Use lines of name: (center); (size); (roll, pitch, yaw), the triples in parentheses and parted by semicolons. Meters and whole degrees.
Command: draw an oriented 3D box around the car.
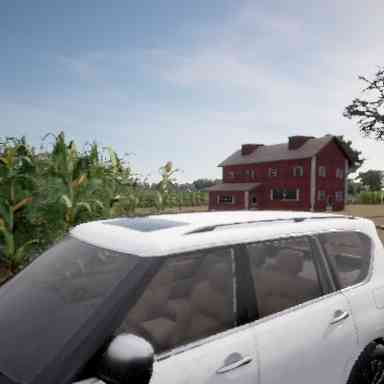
car: (-0.266, 1.227, 2.875); (5.566, 2.045, 2.150); (1, 0, -36)
